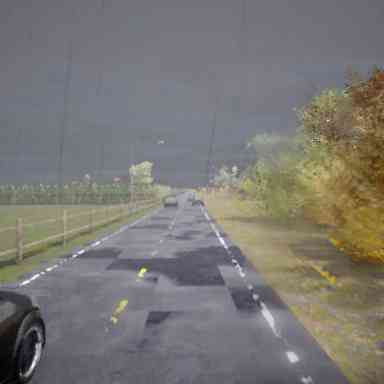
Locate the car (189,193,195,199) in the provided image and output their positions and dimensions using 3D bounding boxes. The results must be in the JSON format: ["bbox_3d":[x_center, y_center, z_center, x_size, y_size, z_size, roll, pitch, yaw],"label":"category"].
[{"bbox_3d":[-0.012,1.122,90.962,1.837,1.490,4.892,0,0,0],"label":"car"}]

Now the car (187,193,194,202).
[{"bbox_3d":[-0.010,1.353,70.171,2.033,1.411,5.357,0,0,0],"label":"car"}]

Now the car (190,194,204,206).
[{"bbox_3d":[0.955,1.450,52.158,1.812,1.442,4.674,0,0,0],"label":"car"}]

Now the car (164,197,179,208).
[{"bbox_3d":[-2.833,1.416,45.998,1.882,1.535,5.008,0,0,0],"label":"car"}]

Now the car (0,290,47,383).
[{"bbox_3d":[-2.852,1.563,2.569,1.994,1.385,4.181,0,0,0],"label":"car"}]
